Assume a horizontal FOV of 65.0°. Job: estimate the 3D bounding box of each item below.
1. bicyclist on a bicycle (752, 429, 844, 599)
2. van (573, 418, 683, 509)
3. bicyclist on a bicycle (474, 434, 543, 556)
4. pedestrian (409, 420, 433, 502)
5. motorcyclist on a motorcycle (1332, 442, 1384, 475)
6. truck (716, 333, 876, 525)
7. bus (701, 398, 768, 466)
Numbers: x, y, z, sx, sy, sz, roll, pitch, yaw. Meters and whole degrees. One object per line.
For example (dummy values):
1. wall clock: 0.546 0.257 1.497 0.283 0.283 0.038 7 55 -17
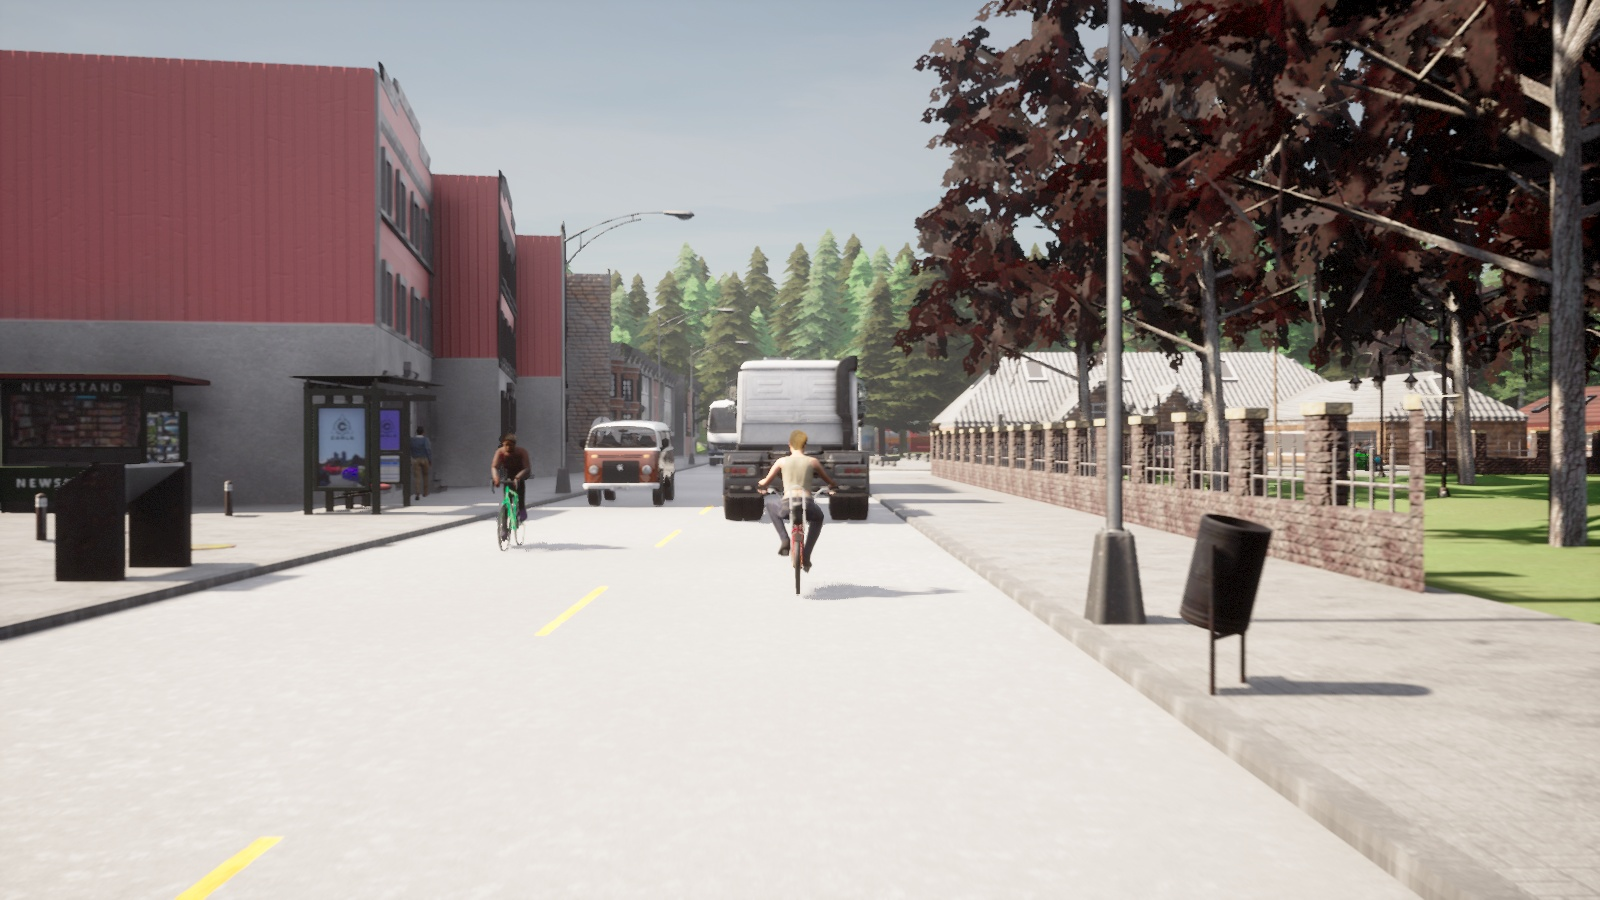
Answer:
1. bicyclist on a bicycle: -0.019 0.606 12.656 0.866 1.612 1.509 0 0 0
2. van: -4.069 0.282 30.414 2.069 2.038 4.480 0 0 0
3. bicyclist on a bicycle: -4.032 0.590 17.457 0.582 1.620 1.656 0 1 0
4. pedestrian: -9.191 0.264 30.435 0.423 1.949 0.788 0 0 -6
5. motorcyclist on a motorcycle: 26.072 0.389 58.702 2.044 1.523 0.797 0 0 -2
6. truck: -0.056 -0.398 26.628 2.891 3.462 7.936 0 0 0
7. bus: -4.220 -1.139 83.016 3.944 4.253 10.273 0 0 0
